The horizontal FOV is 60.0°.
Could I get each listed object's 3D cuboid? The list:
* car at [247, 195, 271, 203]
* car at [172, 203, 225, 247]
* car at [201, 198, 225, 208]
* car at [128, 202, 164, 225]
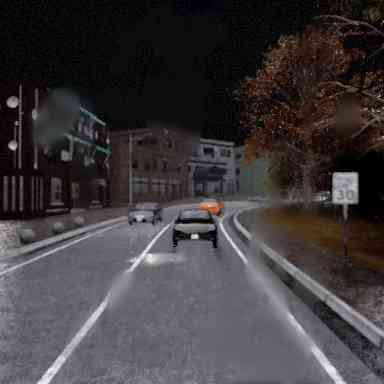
[{"bbox_3d":[12.485,1.281,62.258,4.718,1.301,1.895,-1,0,-36],"label":"car"},{"bbox_3d":[0.151,1.482,15.043,2.128,1.511,4.902,0,0,1],"label":"car"},{"bbox_3d":[2.011,1.319,32.630,2.097,1.767,4.553,0,0,12],"label":"car"},{"bbox_3d":[-3.186,1.478,23.625,2.128,1.511,4.902,0,0,4],"label":"car"}]
